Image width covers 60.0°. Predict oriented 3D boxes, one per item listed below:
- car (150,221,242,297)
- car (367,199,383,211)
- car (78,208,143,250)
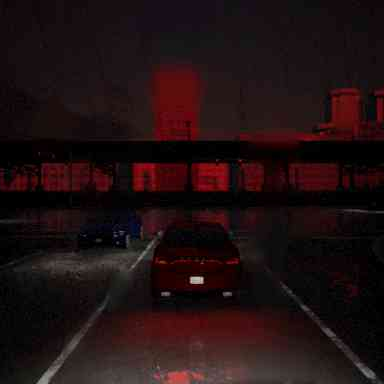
[{"bbox_3d":[0.095,1.478,8.616,1.882,1.535,5.008,0,0,0],"label":"car"},{"bbox_3d":[22.728,1.403,38.406,4.674,1.442,1.812,-1,0,1],"label":"car"},{"bbox_3d":[-3.376,1.485,14.623,1.882,1.535,5.008,0,0,1],"label":"car"}]
